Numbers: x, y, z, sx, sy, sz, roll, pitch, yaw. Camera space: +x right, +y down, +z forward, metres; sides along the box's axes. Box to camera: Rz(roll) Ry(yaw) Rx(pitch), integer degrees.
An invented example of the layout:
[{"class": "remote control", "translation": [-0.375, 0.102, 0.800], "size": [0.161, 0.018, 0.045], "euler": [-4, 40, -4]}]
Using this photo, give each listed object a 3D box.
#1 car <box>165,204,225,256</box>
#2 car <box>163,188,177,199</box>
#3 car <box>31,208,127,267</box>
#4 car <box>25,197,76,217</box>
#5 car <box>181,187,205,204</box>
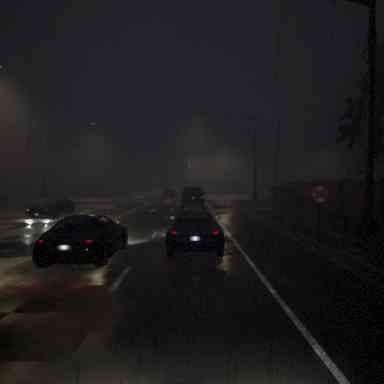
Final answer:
[{"class": "car", "translation": [0.097, 1.384, 12.372], "size": [1.994, 1.385, 4.181], "euler": [0, 1, 0]}, {"class": "car", "translation": [-3.413, 0.215, 50.699], "size": [1.837, 1.490, 4.892], "euler": [0, 2, 0]}, {"class": "car", "translation": [-3.403, 1.412, 10.838], "size": [1.994, 1.385, 4.181], "euler": [0, 1, 0]}, {"class": "car", "translation": [-10.530, 1.060, 25.207], "size": [2.033, 1.411, 5.357], "euler": [0, 2, 0]}, {"class": "car", "translation": [0.092, 0.526, 31.989], "size": [2.150, 2.045, 5.566], "euler": [0, 2, 0]}]
